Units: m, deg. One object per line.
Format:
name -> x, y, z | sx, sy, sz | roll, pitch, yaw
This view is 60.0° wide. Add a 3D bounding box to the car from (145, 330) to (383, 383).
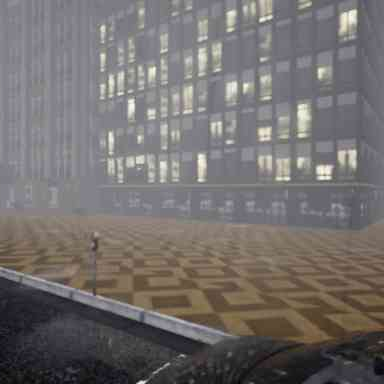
car -> 1.482, 1.568, 1.822 | 4.313, 1.339, 1.947 | 1, 0, 36
